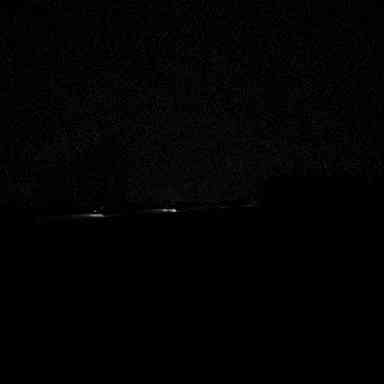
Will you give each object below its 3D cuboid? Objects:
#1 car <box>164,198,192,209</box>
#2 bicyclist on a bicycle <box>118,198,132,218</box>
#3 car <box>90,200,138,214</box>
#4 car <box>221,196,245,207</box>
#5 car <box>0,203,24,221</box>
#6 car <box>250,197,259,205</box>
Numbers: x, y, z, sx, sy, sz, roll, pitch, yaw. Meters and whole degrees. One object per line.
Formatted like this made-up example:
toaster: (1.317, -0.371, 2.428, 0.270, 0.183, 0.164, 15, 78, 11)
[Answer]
car: (-1.770, 1.483, 44.008, 1.812, 1.442, 4.674, -1, -1, 35)
bicyclist on a bicycle: (-5.672, 1.351, 28.116, 1.656, 1.620, 0.582, 0, 0, 35)
car: (-8.060, 1.517, 35.103, 2.033, 1.411, 5.357, -1, -1, 35)
car: (6.256, 1.406, 50.361, 1.882, 1.535, 5.008, -1, -1, 36)
car: (-15.098, 1.561, 25.180, 1.994, 1.385, 4.181, -1, -1, 36)
car: (11.958, 1.477, 58.540, 2.128, 1.511, 4.902, -1, -1, 35)
